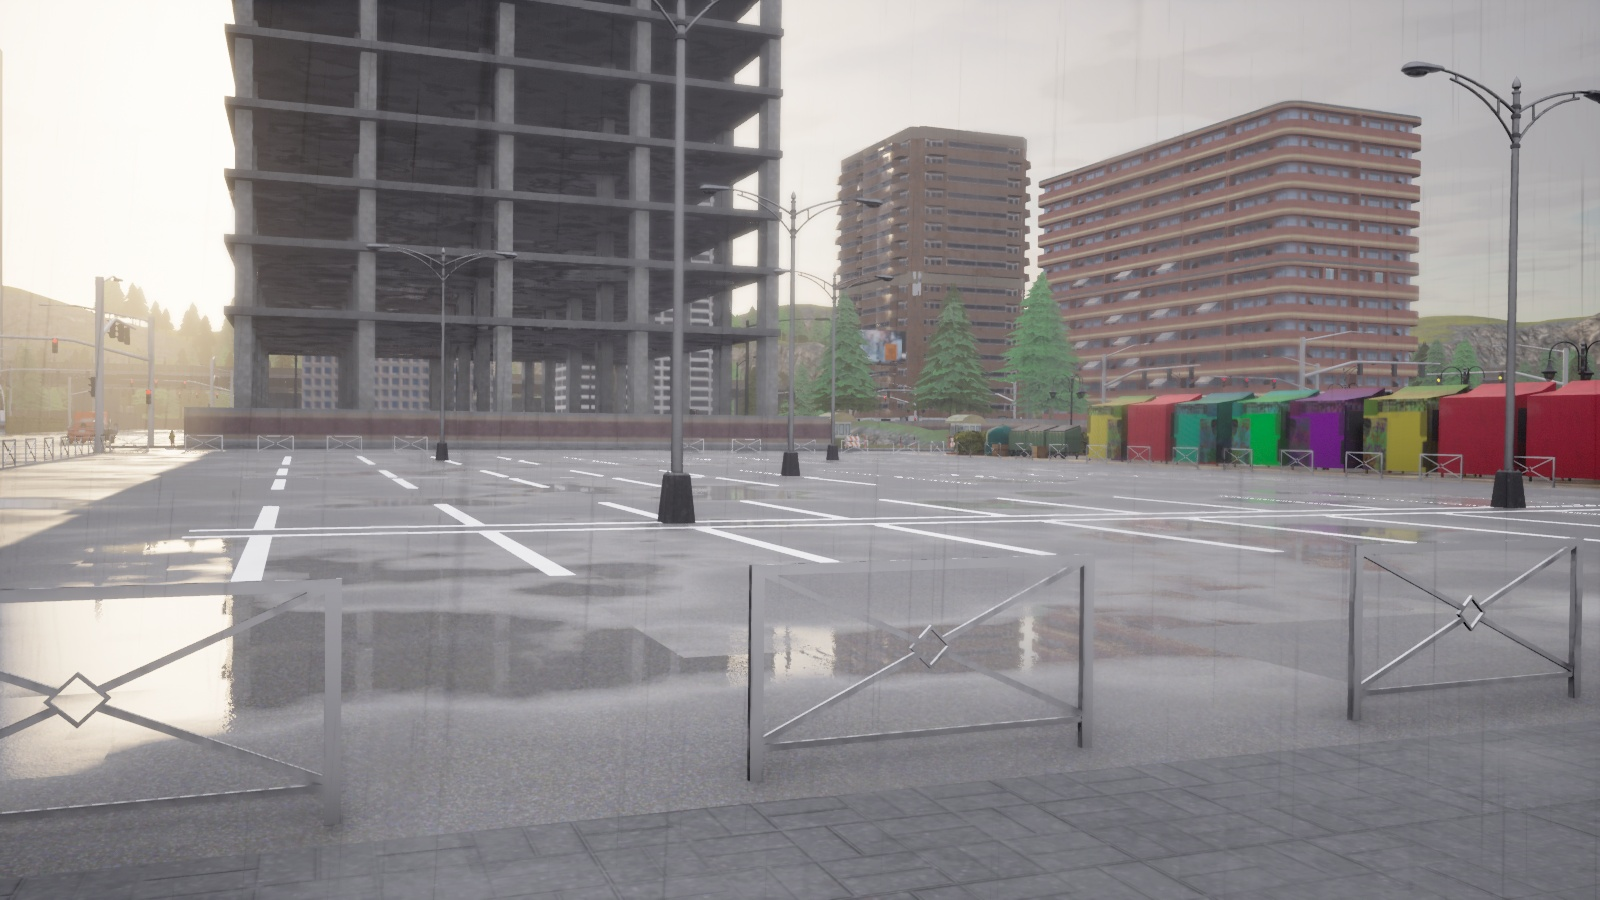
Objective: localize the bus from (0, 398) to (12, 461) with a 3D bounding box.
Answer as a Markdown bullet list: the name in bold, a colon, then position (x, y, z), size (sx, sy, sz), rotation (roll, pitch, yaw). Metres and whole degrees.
- **bus**: position (-54.720, -1.317, 81.763), size (3.944, 4.253, 10.273), rotation (-1, 1, -22)
